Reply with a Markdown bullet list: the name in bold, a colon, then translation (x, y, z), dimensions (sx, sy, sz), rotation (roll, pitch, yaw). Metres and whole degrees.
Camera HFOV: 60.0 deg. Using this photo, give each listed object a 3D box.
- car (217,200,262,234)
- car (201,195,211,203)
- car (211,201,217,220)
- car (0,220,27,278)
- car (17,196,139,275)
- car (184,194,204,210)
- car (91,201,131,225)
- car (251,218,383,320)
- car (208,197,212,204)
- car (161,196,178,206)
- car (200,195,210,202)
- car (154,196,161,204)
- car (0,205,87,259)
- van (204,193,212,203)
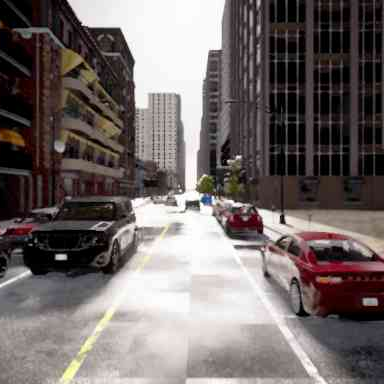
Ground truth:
- **car**: translation (2.682, 1.362, 18.568), dimensions (1.967, 1.590, 4.097), rotation (0, 0, 0)
- **car**: translation (2.661, 1.333, 64.047), dimensions (1.752, 1.417, 4.829), rotation (0, 0, 0)
- **car**: translation (2.680, 1.449, 24.231), dimensions (1.887, 1.381, 4.507), rotation (0, 0, 0)
- **car**: translation (-5.693, 1.534, 7.238), dimensions (1.947, 1.339, 4.313), rotation (0, 0, 0)
- **car**: translation (-3.104, 1.175, 10.648), dimensions (2.150, 2.045, 5.566), rotation (0, 0, 0)
- **car**: translation (0.082, 1.353, 41.310), dimensions (2.128, 1.511, 4.902), rotation (0, 0, 0)
- **car**: translation (-5.700, 1.431, 24.057), dimensions (1.752, 1.417, 4.829), rotation (0, 0, 0)
- **car**: translation (2.687, 1.513, 7.242), dimensions (1.887, 1.381, 4.507), rotation (0, 0, 0)
- **car**: translation (2.677, 1.413, 30.063), dimensions (1.752, 1.417, 4.829), rotation (0, 0, 0)
- **car**: translation (-3.099, 1.366, 49.582), dimensions (1.812, 1.442, 4.674), rotation (0, 0, 0)
- **car**: translation (2.659, 1.380, 69.539), dimensions (1.802, 1.307, 4.206), rotation (0, 0, 0)
- **car**: translation (-5.716, 1.346, 58.038), dimensions (1.752, 1.417, 4.829), rotation (0, 0, 0)
- **car**: translation (-5.695, 1.384, 12.900), dimensions (1.967, 1.590, 4.097), rotation (0, 0, 0)
- **van**: translation (2.664, 1.161, 58.212), dimensions (1.690, 1.788, 3.998), rotation (0, 0, 0)
